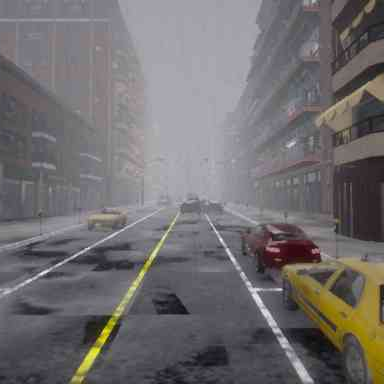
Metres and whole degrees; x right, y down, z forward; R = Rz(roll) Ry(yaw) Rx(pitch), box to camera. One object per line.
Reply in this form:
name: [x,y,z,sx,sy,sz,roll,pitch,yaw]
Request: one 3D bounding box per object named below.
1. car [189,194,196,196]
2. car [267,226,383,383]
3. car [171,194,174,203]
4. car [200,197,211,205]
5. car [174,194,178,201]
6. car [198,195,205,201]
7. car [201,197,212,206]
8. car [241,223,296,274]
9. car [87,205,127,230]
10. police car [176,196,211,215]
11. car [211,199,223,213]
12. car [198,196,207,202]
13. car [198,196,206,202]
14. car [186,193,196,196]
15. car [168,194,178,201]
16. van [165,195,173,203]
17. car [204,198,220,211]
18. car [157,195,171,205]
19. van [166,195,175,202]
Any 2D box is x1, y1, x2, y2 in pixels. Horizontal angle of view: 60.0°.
car: [0.825,1.544,50.731,1.801,1.575,5.366,0,0,0]
car: [2.586,1.527,4.860,1.752,1.417,4.829,2,0,0]
car: [-5.290,1.455,65.587,2.192,1.841,5.009,2,0,0]
car: [2.583,1.691,65.523,2.008,1.369,4.403,1,0,0]
car: [-2.751,1.617,75.993,1.882,1.535,5.008,0,0,0]
car: [2.593,1.706,93.177,1.967,1.590,4.097,1,0,0]
car: [2.584,1.665,59.991,1.887,1.381,4.507,1,0,0]
car: [2.584,1.588,10.219,1.802,1.307,4.206,1,0,0]
car: [-5.294,1.544,21.177,1.752,1.417,4.829,2,0,0]
police car: [0.272,1.480,34.924,1.930,1.638,5.238,-1,-1,15]
car: [2.584,1.597,37.869,1.887,1.381,4.507,1,0,0]
car: [2.583,1.755,82.115,1.887,1.381,4.507,1,0,0]
car: [2.583,1.782,87.645,1.887,1.381,4.507,1,0,0]
car: [-0.001,1.255,70.284,2.150,2.045,5.566,0,0,0]
car: [-5.292,1.581,93.238,2.192,1.841,5.009,1,0,0]
van: [-5.291,1.525,76.645,1.690,1.788,3.998,2,0,0]
car: [2.585,1.592,43.571,1.752,1.417,4.829,1,0,0]
car: [-5.296,1.645,59.884,1.752,1.417,4.829,2,0,0]
van: [-5.292,1.551,82.177,1.690,1.788,3.998,1,0,0]
